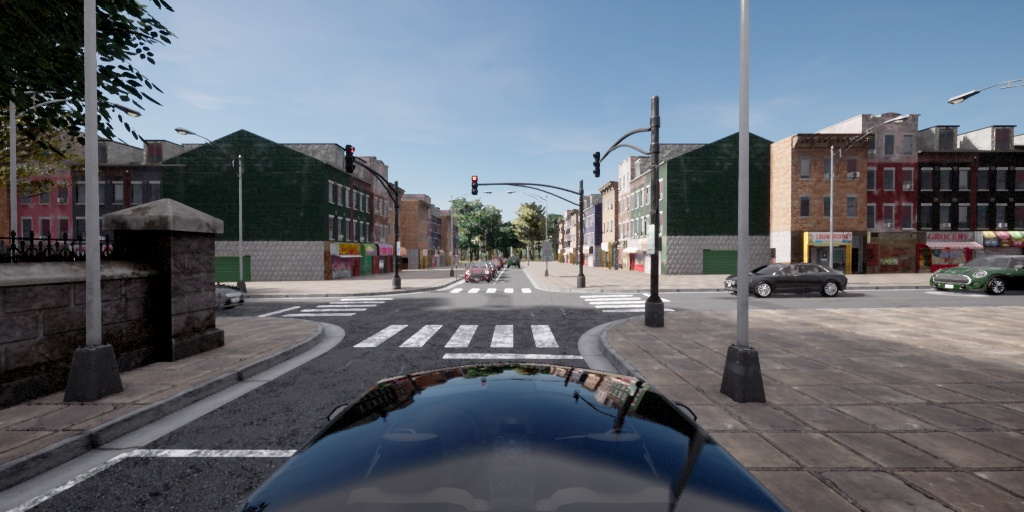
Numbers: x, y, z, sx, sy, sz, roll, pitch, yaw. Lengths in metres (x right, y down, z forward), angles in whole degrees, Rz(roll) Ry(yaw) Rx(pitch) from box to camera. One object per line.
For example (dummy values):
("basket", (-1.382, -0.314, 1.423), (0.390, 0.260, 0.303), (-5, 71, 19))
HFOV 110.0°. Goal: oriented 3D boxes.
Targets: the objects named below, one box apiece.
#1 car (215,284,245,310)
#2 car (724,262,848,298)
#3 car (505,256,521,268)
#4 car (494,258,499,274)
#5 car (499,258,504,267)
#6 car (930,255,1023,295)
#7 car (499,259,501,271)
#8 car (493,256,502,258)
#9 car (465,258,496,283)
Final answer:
("car", (-12.832, 1.431, 13.461), (4.902, 1.511, 2.128), (-1, 1, 0))
("car", (12.326, 1.046, 16.323), (4.892, 1.490, 1.837), (-1, 1, 0))
("car", (0.312, 1.024, 61.775), (2.150, 2.045, 5.566), (0, 0, 0))
("car", (-2.529, 1.203, 33.543), (1.967, 1.591, 4.097), (0, 0, 0))
("car", (-2.470, 1.329, 49.847), (1.888, 1.381, 4.507), (0, 0, 0))
("car", (22.104, 0.763, 16.285), (4.553, 1.767, 2.097), (-1, 1, 0))
("car", (-2.509, 1.335, 38.978), (1.948, 1.339, 4.313), (0, 0, 0))
("car", (-2.817, 1.259, 60.919), (1.801, 1.575, 5.366), (0, 0, 0))
("car", (-2.548, 1.199, 28.109), (1.967, 1.591, 4.097), (0, 0, 0))
